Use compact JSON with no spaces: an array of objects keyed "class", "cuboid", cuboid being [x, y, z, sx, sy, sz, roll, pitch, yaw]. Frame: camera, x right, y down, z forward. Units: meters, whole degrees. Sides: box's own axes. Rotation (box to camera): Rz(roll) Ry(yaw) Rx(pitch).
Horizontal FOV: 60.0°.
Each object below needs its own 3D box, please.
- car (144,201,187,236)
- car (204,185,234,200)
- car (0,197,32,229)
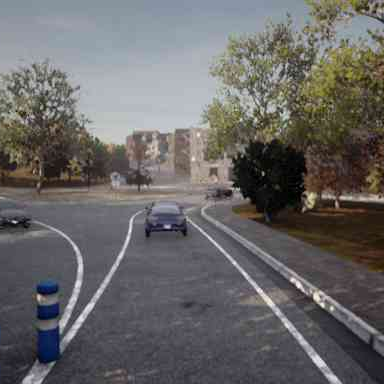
[{"class":"car","cuboid":[-1.294,1.142,16.018,1.812,1.442,4.674,0,3,-7]},{"class":"car","cuboid":[3.038,0.010,36.417,2.128,1.511,4.902,2,4,29]},{"class":"car","cuboid":[-9.899,1.065,17.303,1.837,1.490,4.892,-2,4,-43]}]
